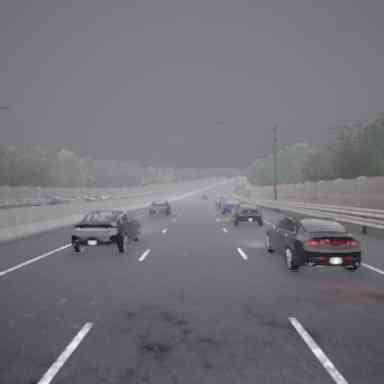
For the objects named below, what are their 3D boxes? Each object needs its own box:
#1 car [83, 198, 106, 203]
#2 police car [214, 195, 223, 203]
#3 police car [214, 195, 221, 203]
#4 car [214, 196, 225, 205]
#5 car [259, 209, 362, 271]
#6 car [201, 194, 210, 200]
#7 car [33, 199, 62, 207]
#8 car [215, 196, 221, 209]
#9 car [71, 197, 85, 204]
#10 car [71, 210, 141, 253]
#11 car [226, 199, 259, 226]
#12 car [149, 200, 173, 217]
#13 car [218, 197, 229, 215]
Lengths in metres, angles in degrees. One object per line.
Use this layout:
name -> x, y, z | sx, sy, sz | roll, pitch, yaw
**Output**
car -> -13.116, 1.684, 46.451 | 1.895, 1.301, 4.718 | 0, 0, 3
police car -> 6.185, 1.600, 78.078 | 1.930, 1.638, 5.238 | 0, 0, 4
police car -> 4.909, 1.674, 56.223 | 2.038, 1.542, 4.974 | 0, 0, 3
car -> 5.492, 1.681, 67.099 | 2.128, 1.511, 4.902 | 0, 0, 3
car -> 3.675, 1.496, 10.862 | 1.837, 1.490, 4.892 | 0, 0, 0
car -> 3.386, 1.433, 88.550 | 1.837, 1.490, 4.892 | 0, 0, 5
car -> -20.112, 1.616, 46.659 | 2.033, 1.411, 5.357 | 0, 0, 3
car -> 4.425, 1.618, 45.340 | 1.837, 1.490, 4.892 | 0, 0, 2
car -> -16.458, 1.596, 49.932 | 1.837, 1.490, 4.892 | 0, 0, 3
car -> -3.295, 1.477, 13.514 | 2.128, 1.511, 4.902 | 0, 0, 1
car -> 3.761, 1.512, 23.557 | 1.837, 1.490, 4.892 | 0, 0, 1
car -> -2.925, 1.518, 31.758 | 2.128, 1.511, 4.902 | 0, 0, 2
car -> 4.042, 1.528, 34.450 | 1.882, 1.535, 5.008 | 0, 0, 2
